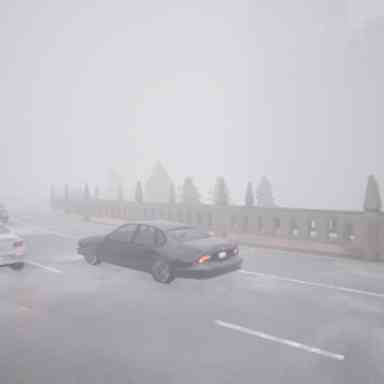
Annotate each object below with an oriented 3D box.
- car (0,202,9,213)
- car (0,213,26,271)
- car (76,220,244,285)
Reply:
[{"bbox_3d":[-14.250,1.405,23.576,2.033,1.411,5.357,0,0,-36],"label":"car"},{"bbox_3d":[-6.405,1.471,9.631,4.674,1.442,1.812,0,0,43],"label":"car"},{"bbox_3d":[-1.176,1.531,9.555,5.357,1.411,2.033,1,0,41],"label":"car"}]
